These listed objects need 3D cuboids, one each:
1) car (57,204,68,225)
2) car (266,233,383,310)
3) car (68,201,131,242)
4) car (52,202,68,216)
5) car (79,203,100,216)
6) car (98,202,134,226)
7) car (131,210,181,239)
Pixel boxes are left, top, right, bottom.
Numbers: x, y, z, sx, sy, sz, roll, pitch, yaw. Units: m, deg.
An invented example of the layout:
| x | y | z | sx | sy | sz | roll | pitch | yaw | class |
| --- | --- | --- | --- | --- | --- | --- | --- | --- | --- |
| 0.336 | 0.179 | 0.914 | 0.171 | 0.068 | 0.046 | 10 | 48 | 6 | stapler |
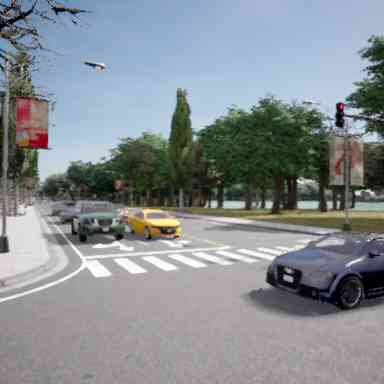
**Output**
| x | y | z | sx | sy | sz | roll | pitch | yaw | class |
| --- | --- | --- | --- | --- | --- | --- | --- | --- | --- |
| -10.253 | 2.010 | 28.733 | 1.994 | 1.385 | 4.181 | 1 | -1 | -26 | car |
| 3.890 | 1.717 | 8.068 | 4.181 | 1.385 | 1.994 | 1 | -1 | -25 | car |
| -5.387 | 1.516 | 18.663 | 2.150 | 2.045 | 5.566 | 1 | -1 | -26 | car |
| -16.176 | 2.213 | 41.037 | 1.994 | 1.385 | 4.181 | 1 | -1 | -25 | car |
| -12.964 | 2.164 | 41.857 | 1.882 | 1.535 | 5.008 | 1 | -1 | -26 | car |
| -6.689 | 1.825 | 28.825 | 2.097 | 1.767 | 4.553 | 1 | -1 | -26 | car |
| -2.289 | 1.814 | 19.718 | 1.882 | 1.535 | 5.008 | 1 | -1 | -26 | car |
